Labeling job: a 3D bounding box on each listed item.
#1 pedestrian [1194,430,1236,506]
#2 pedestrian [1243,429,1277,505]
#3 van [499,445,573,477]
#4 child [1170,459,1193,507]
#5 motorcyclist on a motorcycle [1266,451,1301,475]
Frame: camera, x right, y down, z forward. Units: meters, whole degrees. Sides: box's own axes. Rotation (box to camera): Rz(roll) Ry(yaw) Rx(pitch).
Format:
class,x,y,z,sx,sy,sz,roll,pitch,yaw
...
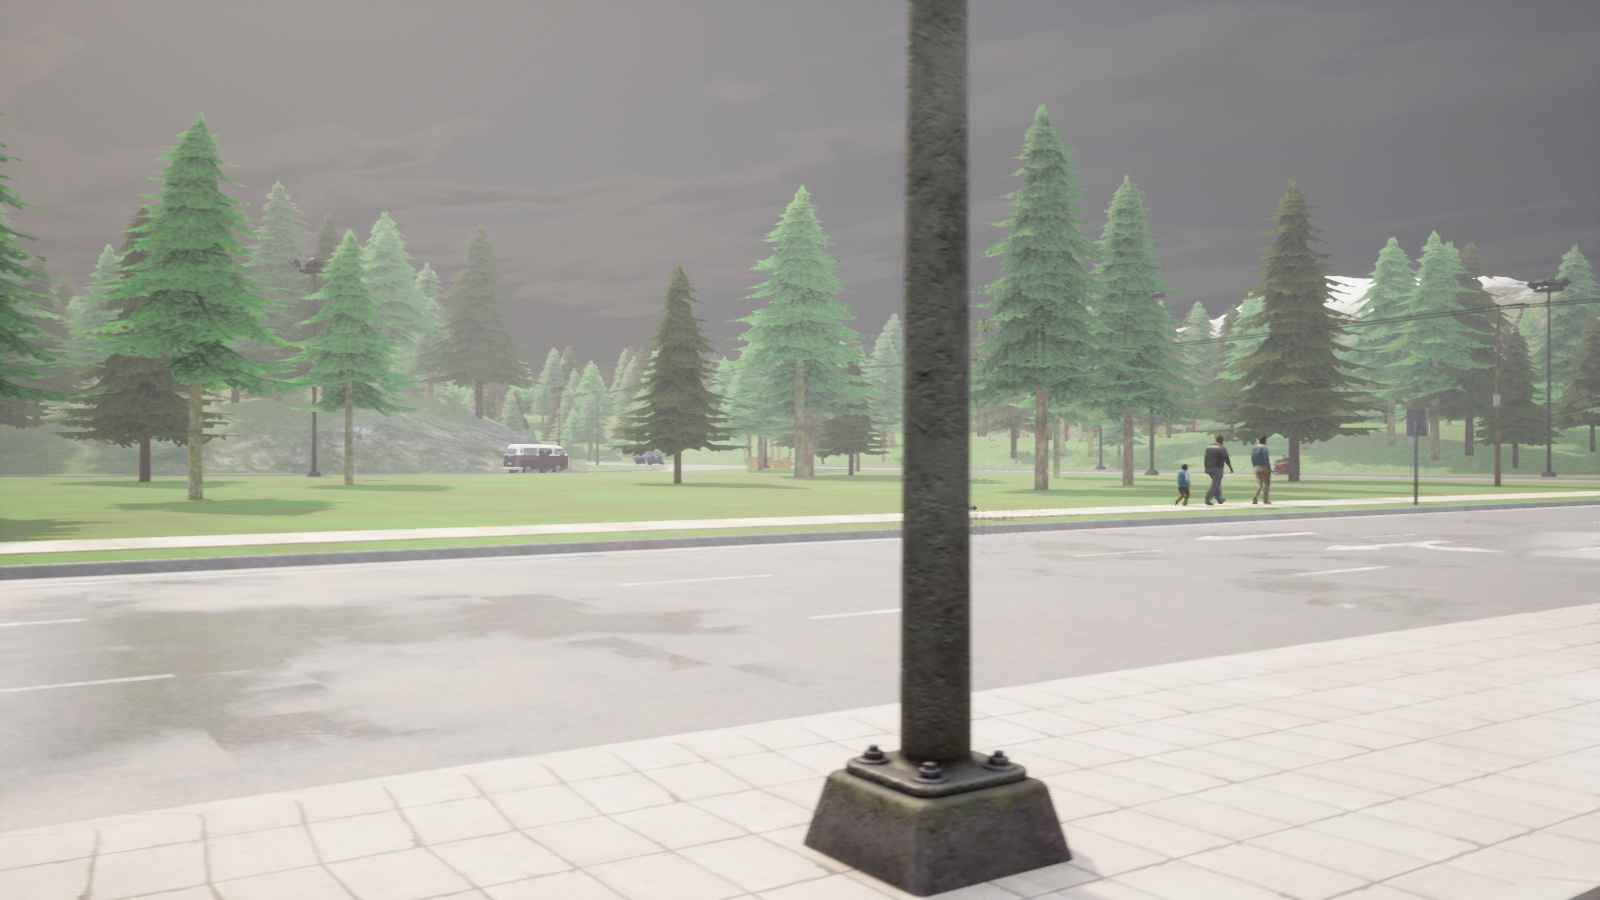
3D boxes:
class,x,y,z,sx,sy,sz,roll,pitch,yaw
pedestrian,10.460,0.439,31.625,0.849,1.883,0.563,0,0,-26
pedestrian,11.876,0.438,32.436,0.788,1.949,0.423,0,0,-30
van,-17.667,0.712,84.120,2.069,2.038,4.480,0,0,41
child,9.553,0.820,31.428,0.448,1.192,0.343,0,0,-36
motorcyclist on a motorcycle,31.604,0.861,82.081,0.797,1.523,2.044,0,0,-34
